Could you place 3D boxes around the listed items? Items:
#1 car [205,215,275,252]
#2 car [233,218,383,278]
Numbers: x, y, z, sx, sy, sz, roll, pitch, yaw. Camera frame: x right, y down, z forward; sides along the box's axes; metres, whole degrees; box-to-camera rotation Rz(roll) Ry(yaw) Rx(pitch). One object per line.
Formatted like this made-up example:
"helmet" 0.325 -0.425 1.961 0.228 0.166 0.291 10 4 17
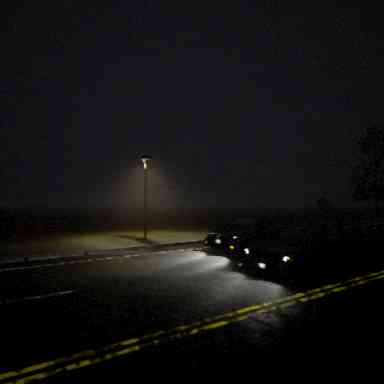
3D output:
"car" 2.587 1.672 13.606 4.181 1.385 1.994 1 0 -36
"car" 4.061 1.647 10.648 5.357 1.411 2.033 1 0 -36
